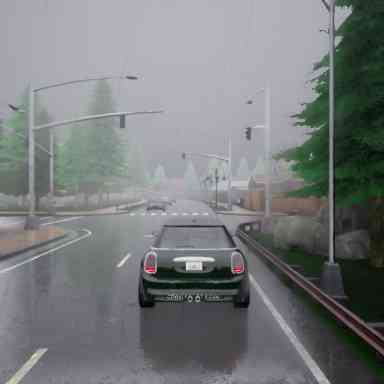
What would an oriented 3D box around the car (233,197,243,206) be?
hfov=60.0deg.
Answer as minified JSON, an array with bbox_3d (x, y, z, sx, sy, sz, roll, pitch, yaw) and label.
[{"bbox_3d":[8.809,1.144,48.823,4.605,1.855,1.932,0,0,-1],"label":"car"}]

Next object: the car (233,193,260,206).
[{"bbox_3d":[8.393,1.146,51.333,3.866,1.878,1.905,0,0,-1],"label":"car"}]

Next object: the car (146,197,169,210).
[{"bbox_3d":[-4.026,1.534,38.169,1.994,1.385,4.181,0,0,-1],"label":"car"}]

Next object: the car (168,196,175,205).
[{"bbox_3d":[-4.148,1.496,52.045,1.812,1.442,4.674,0,0,0],"label":"car"}]

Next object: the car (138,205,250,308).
[{"bbox_3d":[0.056,1.352,8.090,2.097,1.767,4.553,0,0,1],"label":"car"}]
